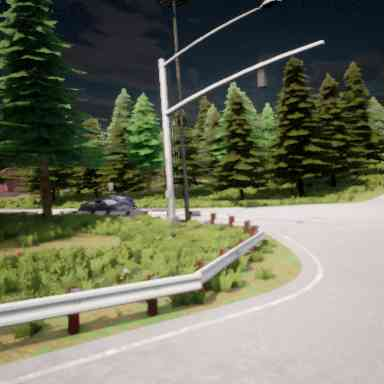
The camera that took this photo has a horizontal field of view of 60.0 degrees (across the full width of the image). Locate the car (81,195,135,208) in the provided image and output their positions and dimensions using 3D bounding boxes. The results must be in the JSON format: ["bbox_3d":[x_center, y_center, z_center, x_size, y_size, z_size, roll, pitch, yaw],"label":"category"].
[{"bbox_3d":[-6.381,1.169,24.712,4.674,1.442,1.812,-2,3,31],"label":"car"}]

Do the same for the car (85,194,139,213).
[{"bbox_3d":[-7.126,0.995,29.441,4.674,1.442,1.812,-2,3,31],"label":"car"}]
